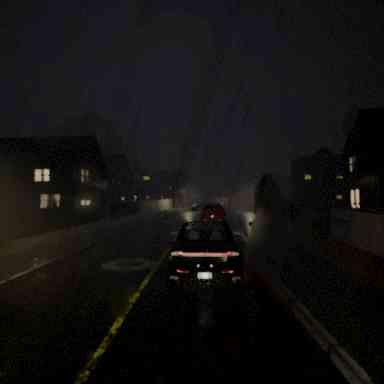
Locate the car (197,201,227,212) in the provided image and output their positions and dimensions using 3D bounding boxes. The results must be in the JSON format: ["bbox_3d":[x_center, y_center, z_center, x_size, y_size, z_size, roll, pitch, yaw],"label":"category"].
[{"bbox_3d":[1.788,1.656,26.932,1.882,1.535,5.008,0,0,7],"label":"car"}]

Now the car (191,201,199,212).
[{"bbox_3d":[1.148,1.868,42.423,1.994,1.385,4.181,0,-1,11],"label":"car"}]

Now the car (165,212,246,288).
[{"bbox_3d":[0.385,1.561,9.435,2.128,1.511,4.902,0,0,3],"label":"car"}]
